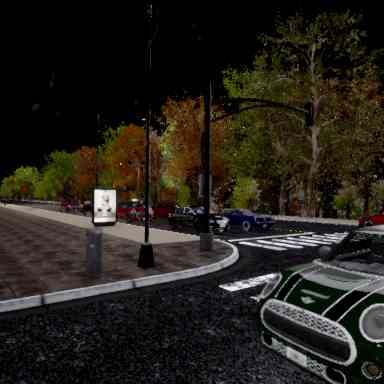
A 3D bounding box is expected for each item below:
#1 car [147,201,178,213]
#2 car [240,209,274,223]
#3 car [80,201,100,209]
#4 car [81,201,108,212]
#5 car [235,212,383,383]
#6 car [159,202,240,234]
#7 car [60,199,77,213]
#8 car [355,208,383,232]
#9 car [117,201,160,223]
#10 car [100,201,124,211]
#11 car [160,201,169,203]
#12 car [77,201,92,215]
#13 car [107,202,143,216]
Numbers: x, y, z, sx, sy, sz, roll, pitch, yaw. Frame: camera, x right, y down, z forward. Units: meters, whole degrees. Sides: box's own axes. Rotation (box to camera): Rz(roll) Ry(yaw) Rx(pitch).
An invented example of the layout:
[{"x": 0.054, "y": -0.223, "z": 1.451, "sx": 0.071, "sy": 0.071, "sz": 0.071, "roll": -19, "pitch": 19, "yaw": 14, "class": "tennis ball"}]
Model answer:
[{"x": -3.972, "y": 1.951, "z": 43.799, "sx": 1.837, "sy": 1.490, "sz": 4.892, "roll": 1, "pitch": -1, "yaw": -35, "class": "car"}, {"x": 3.116, "y": 1.732, "z": 21.764, "sx": 1.895, "sy": 1.301, "sz": 4.718, "roll": 1, "pitch": -1, "yaw": -35, "class": "car"}, {"x": -17.843, "y": 2.204, "z": 57.967, "sx": 1.895, "sy": 1.301, "sz": 4.718, "roll": 1, "pitch": -1, "yaw": -35, "class": "car"}, {"x": -13.556, "y": 1.980, "z": 45.955, "sx": 2.033, "sy": 1.411, "sz": 5.357, "roll": 1, "pitch": -1, "yaw": -34, "class": "car"}, {"x": 3.172, "y": 1.333, "z": 5.118, "sx": 4.553, "sy": 1.767, "sz": 2.097, "roll": -1, "pitch": 1, "yaw": -31, "class": "car"}, {"x": 0.293, "y": 1.582, "z": 20.113, "sx": 2.128, "sy": 1.511, "sz": 4.902, "roll": 1, "pitch": -1, "yaw": -34, "class": "car"}, {"x": -15.726, "y": 1.732, "z": 43.375, "sx": 2.097, "sy": 1.767, "sz": 4.553, "roll": 1, "pitch": -1, "yaw": -34, "class": "car"}, {"x": 12.408, "y": 1.717, "z": 20.107, "sx": 1.994, "sy": 1.385, "sz": 4.181, "roll": 1, "pitch": -1, "yaw": -35, "class": "car"}, {"x": -4.923, "y": 1.537, "z": 27.686, "sx": 2.097, "sy": 1.767, "sz": 4.553, "roll": 1, "pitch": -1, "yaw": -35, "class": "car"}, {"x": -11.973, "y": 2.024, "z": 49.526, "sx": 1.812, "sy": 1.442, "sz": 4.674, "roll": 1, "pitch": -1, "yaw": -34, "class": "car"}, {"x": -2.036, "y": 1.750, "z": 29.220, "sx": 1.812, "sy": 1.442, "sz": 4.674, "roll": 1, "pitch": -1, "yaw": -35, "class": "car"}, {"x": -10.125, "y": 1.770, "z": 35.218, "sx": 2.128, "sy": 1.511, "sz": 4.902, "roll": 1, "pitch": -1, "yaw": -35, "class": "car"}, {"x": -7.560, "y": 1.871, "z": 37.215, "sx": 2.033, "sy": 1.411, "sz": 5.357, "roll": 1, "pitch": -1, "yaw": -34, "class": "car"}]
